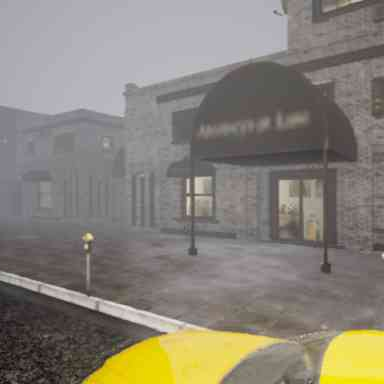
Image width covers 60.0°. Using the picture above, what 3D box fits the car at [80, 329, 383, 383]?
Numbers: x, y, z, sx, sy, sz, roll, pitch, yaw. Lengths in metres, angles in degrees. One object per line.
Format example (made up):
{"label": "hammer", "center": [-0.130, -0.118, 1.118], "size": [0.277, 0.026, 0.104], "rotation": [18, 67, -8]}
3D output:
{"label": "car", "center": [1.201, 1.526, 2.021], "size": [4.829, 1.417, 1.752], "rotation": [0, 0, 35]}
